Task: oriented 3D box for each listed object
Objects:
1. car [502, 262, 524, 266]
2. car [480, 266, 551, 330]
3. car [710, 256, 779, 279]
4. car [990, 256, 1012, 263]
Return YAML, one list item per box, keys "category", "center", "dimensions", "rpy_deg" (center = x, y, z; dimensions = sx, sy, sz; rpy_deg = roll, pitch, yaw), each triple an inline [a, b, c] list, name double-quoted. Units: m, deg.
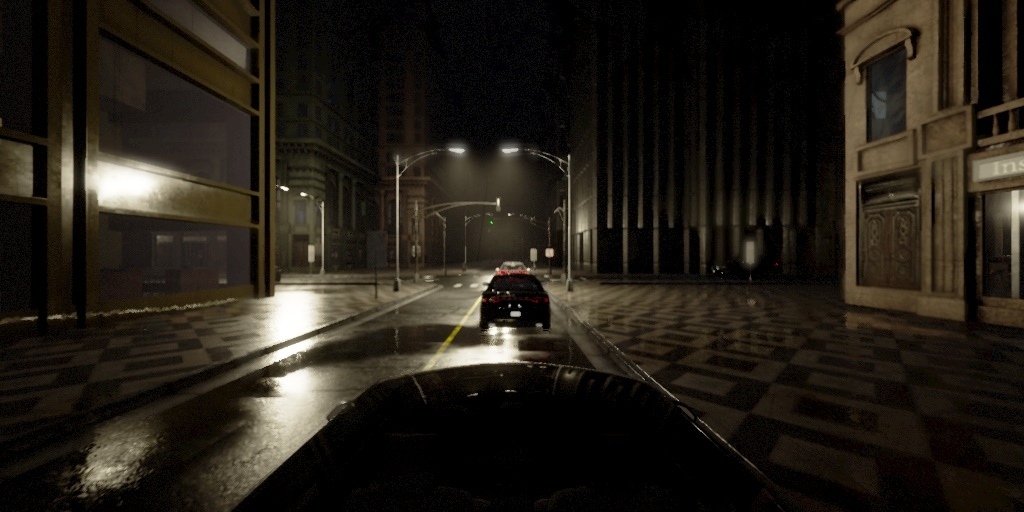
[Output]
- category: "car"
  center: [0.064, 1.180, 22.480]
  dimensions: [2.097, 1.767, 4.553]
  rpy_deg: [0, 0, 0]
- category: "car"
  center: [0.086, 1.263, 11.243]
  dimensions: [1.882, 1.535, 5.008]
  rpy_deg: [0, 0, 0]
- category: "car"
  center: [21.416, 1.056, 33.110]
  dimensions: [5.566, 2.045, 2.150]
  rpy_deg: [0, 0, 0]
- category: "car"
  center: [45.758, 1.019, 33.044]
  dimensions: [5.566, 2.045, 2.150]
  rpy_deg: [0, 0, 0]
